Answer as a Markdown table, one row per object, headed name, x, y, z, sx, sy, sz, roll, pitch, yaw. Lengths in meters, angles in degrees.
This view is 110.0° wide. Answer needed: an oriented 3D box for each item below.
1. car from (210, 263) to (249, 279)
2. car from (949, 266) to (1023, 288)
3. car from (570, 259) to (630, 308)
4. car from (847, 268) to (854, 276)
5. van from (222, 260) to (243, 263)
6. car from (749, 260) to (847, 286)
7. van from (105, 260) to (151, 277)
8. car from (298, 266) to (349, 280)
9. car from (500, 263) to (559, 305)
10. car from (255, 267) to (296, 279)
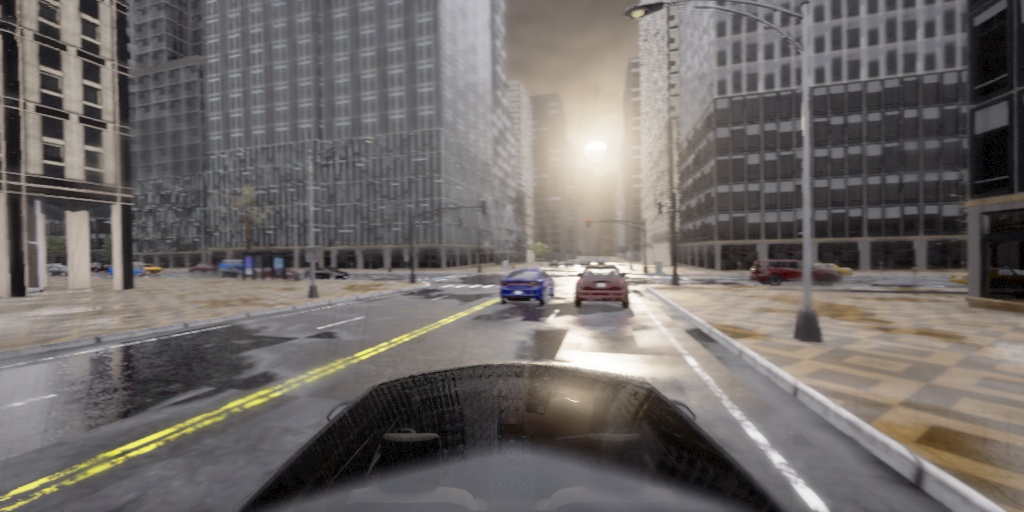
| name | x | y | z | sx | sy | sz | roll | pitch | yaw |
| --- | --- | --- | --- | --- | --- | --- | --- | --- | --- |
| car | -29.035 | 1.739 | 37.992 | 4.313 | 1.339 | 1.948 | 0 | 0 | 15 |
| car | 30.651 | 1.300 | 22.169 | 4.829 | 1.417 | 1.751 | 0 | 0 | 15 |
| car | 3.900 | 1.138 | 15.659 | 2.097 | 1.767 | 4.553 | -1 | -1 | 14 |
| car | 27.018 | 1.231 | 31.805 | 4.829 | 1.417 | 1.751 | 0 | 0 | 15 |
| van | -37.822 | 1.478 | 49.087 | 3.998 | 1.789 | 1.690 | 0 | 0 | 15 |
| car | 19.584 | 1.164 | 25.108 | 5.009 | 1.841 | 2.192 | 0 | 0 | 15 |
| van | -45.486 | 1.620 | 42.471 | 3.998 | 1.789 | 1.690 | 0 | 0 | 15 |
| car | -18.076 | 1.668 | 34.966 | 4.313 | 1.339 | 1.948 | 0 | 0 | 15 |
| car | 0.848 | 1.317 | 16.832 | 1.882 | 1.535 | 5.008 | -1 | 0 | 14 |
| car | -23.562 | 1.720 | 36.460 | 4.207 | 1.307 | 1.802 | 0 | 0 | 15 |
